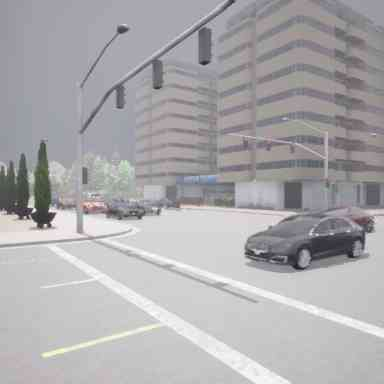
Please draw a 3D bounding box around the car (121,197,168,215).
[{"bbox_3d":[-4.830,1.492,32.982,2.128,1.511,4.902,0,0,-35],"label":"car"}]

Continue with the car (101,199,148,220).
[{"bbox_3d":[-5.806,1.564,28.258,1.994,1.385,4.181,0,0,-35],"label":"car"}]

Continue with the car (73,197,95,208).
[{"bbox_3d":[-15.962,1.505,49.033,1.837,1.490,4.892,0,0,-34],"label":"car"}]

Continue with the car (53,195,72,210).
[{"bbox_3d":[-16.403,1.526,43.524,1.812,1.442,4.674,0,0,-35],"label":"car"}]

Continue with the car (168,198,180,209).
[{"bbox_3d":[-3.379,1.505,43.514,1.837,1.490,4.892,0,0,-35],"label":"car"}]

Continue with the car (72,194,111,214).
[{"bbox_3d":[-10.763,1.352,35.391,2.097,1.767,4.553,0,0,-35],"label":"car"}]

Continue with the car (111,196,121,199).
[{"bbox_3d":[-10.075,1.505,40.538,1.837,1.490,4.892,0,0,-35],"label":"car"}]

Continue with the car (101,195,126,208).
[{"bbox_3d":[-11.684,1.352,49.330,2.097,1.767,4.553,0,0,-35],"label":"car"}]

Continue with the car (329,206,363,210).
[{"bbox_3d":[8.350,1.526,18.504,4.674,1.442,1.812,0,0,-35],"label":"car"}]

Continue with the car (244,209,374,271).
[{"bbox_3d":[3.867,1.505,11.026,4.892,1.490,1.837,0,0,-35],"label":"car"}]
